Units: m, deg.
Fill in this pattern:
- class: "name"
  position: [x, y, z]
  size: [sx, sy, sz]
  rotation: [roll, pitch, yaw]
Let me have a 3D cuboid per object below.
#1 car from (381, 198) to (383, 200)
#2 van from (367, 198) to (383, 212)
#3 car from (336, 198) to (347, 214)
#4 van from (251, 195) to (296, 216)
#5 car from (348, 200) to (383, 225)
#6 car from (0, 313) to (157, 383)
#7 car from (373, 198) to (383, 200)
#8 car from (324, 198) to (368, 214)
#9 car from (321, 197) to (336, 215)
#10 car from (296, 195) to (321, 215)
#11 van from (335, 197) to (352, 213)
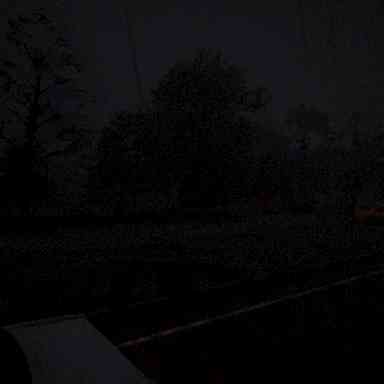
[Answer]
- class: "car"
  position: [23.962, 1.990, 45.382]
  size: [2.097, 1.535, 5.008]
  rotation: [2, -1, -35]
- class: "van"
  position: [28.408, 1.892, 48.696]
  size: [1.878, 1.987, 4.442]
  rotation: [2, -1, -35]
- class: "car"
  position: [14.938, 1.735, 38.955]
  size: [2.231, 1.521, 4.892]
  rotation: [2, -1, -35]
- class: "van"
  position: [8.005, 1.339, 34.172]
  size: [1.878, 1.987, 4.442]
  rotation: [1, -1, -35]
- class: "car"
  position: [13.424, 1.520, 21.602]
  size: [1.946, 1.575, 5.366]
  rotation: [1, -1, -35]
- class: "car"
  position: [-2.634, 1.610, 1.807]
  size: [4.718, 1.301, 1.895]
  rotation: [-1, 0, -35]
- class: "car"
  position: [21.604, 1.923, 43.702]
  size: [2.097, 1.535, 5.008]
  rotation: [2, -1, -35]
- class: "car"
  position: [19.467, 1.736, 42.149]
  size: [2.185, 1.767, 4.553]
  rotation: [2, -1, -35]
- class: "car"
  position: [12.788, 1.669, 37.205]
  size: [1.946, 1.575, 5.366]
  rotation: [1, -1, -35]
- class: "car"
  position: [10.413, 1.363, 35.776]
  size: [2.435, 2.045, 5.566]
  rotation: [1, -1, -35]
- class: "van"
  position: [17.127, 1.572, 40.665]
  size: [1.878, 1.987, 4.442]
  rotation: [2, -1, -35]
